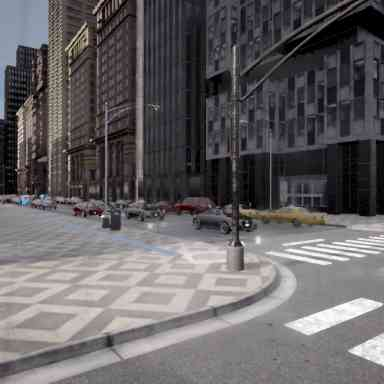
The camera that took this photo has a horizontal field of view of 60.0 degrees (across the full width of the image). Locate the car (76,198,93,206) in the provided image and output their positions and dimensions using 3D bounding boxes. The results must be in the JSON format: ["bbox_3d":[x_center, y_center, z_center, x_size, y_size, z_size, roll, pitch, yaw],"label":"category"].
[{"bbox_3d":[-19.155,1.760,59.237,1.802,1.307,4.206,0,0,-35],"label":"car"}]

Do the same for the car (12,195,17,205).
[{"bbox_3d":[-32.478,1.705,63.310,1.752,1.417,4.829,0,0,-35],"label":"car"}]

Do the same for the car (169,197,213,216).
[{"bbox_3d":[0.254,1.398,31.798,2.192,1.841,5.009,0,0,-35],"label":"car"}]

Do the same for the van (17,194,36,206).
[{"bbox_3d":[-29.341,1.505,58.876,1.690,1.788,3.998,0,0,-35],"label":"van"}]

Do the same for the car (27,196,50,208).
[{"bbox_3d":[-22.871,1.713,49.727,1.802,1.307,4.206,0,0,-35],"label":"car"}]

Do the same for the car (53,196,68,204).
[{"bbox_3d":[-28.860,1.669,72.957,1.967,1.590,4.097,0,0,-35],"label":"car"}]

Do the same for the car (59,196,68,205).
[{"bbox_3d":[-23.542,1.781,60.830,1.895,1.301,4.718,0,0,-36],"label":"car"}]

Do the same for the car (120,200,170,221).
[{"bbox_3d":[-3.961,1.623,27.616,1.994,1.385,4.181,0,0,-35],"label":"car"}]

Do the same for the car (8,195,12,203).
[{"bbox_3d":[-35.811,1.780,68.022,1.802,1.307,4.206,0,0,-35],"label":"car"}]

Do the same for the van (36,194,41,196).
[{"bbox_3d":[-38.565,1.622,86.678,1.690,1.788,3.998,0,0,-35],"label":"van"}]

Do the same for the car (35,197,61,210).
[{"bbox_3d":[-19.636,1.696,45.154,1.802,1.307,4.206,0,0,-35],"label":"car"}]

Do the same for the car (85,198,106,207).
[{"bbox_3d":[-15.920,1.727,54.664,1.947,1.339,4.313,0,0,-35],"label":"car"}]

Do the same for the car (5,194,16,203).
[{"bbox_3d":[-39.047,1.530,72.596,2.192,1.841,5.009,0,0,-35],"label":"car"}]

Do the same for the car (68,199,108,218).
[{"bbox_3d":[-9.931,1.612,31.433,1.887,1.381,4.507,0,0,-35],"label":"car"}]

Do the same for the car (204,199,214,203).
[{"bbox_3d":[3.390,1.594,27.363,1.752,1.417,4.829,0,0,-35],"label":"car"}]

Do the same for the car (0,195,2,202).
[{"bbox_3d":[-45.516,1.690,81.743,1.967,1.590,4.097,0,0,-35],"label":"car"}]

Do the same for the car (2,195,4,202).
[{"bbox_3d":[-42.282,1.814,77.169,1.802,1.307,4.206,0,0,-35],"label":"car"}]

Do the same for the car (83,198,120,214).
[{"bbox_3d":[-9.956,1.593,36.103,1.837,1.490,4.892,0,0,-35],"label":"car"}]

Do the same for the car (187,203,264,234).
[{"bbox_3d":[1.826,1.596,19.433,1.994,1.385,4.181,0,0,-35],"label":"car"}]

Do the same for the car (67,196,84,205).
[{"bbox_3d":[-22.390,1.635,63.811,1.967,1.590,4.097,0,0,-35],"label":"car"}]

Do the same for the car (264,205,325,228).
[{"bbox_3d":[6.625,1.579,22.790,1.752,1.417,4.829,0,0,-35],"label":"car"}]

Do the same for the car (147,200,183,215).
[{"bbox_3d":[-2.981,1.643,36.371,1.887,1.381,4.507,0,0,-35],"label":"car"}]

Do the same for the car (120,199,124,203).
[{"bbox_3d":[-9.451,1.680,45.517,2.008,1.369,4.403,0,0,-35],"label":"car"}]

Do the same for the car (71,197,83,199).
[{"bbox_3d":[-17.526,1.654,52.328,1.837,1.490,4.892,0,0,-35],"label":"car"}]
